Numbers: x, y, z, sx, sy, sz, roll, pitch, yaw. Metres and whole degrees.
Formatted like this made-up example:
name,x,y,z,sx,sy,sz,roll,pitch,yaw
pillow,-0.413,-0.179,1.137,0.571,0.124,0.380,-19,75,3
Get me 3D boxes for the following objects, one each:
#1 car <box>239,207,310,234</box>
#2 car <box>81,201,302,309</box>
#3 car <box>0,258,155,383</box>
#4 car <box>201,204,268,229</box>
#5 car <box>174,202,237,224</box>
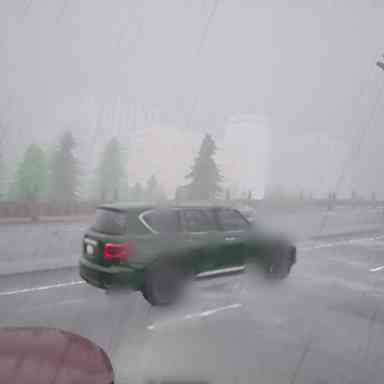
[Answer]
name,x,y,z,sx,sy,sz,roll,pitch,yaw
car,5.162,1.668,20.571,4.181,1.385,1.994,0,0,-35
car,0.164,1.250,8.168,5.566,2.045,2.150,0,0,-35
car,-2.724,1.509,1.823,4.674,1.442,1.812,0,0,-35
car,3.038,1.629,23.356,4.674,1.442,1.812,0,0,-35
car,1.129,1.609,26.292,4.892,1.490,1.837,0,0,-35
